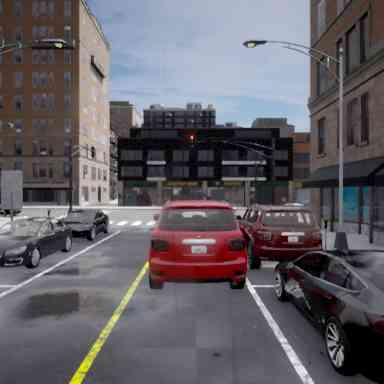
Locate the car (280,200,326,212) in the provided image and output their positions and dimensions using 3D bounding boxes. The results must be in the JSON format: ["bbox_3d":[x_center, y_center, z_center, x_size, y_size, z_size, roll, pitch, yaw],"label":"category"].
[{"bbox_3d":[13.005,1.668,39.048,4.718,1.301,1.895,0,0,0],"label":"car"}]

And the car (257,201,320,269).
[{"bbox_3d":[2.637,1.313,11.054,2.192,1.841,5.009,0,0,0],"label":"car"}]

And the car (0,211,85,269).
[{"bbox_3d":[-5.388,1.549,11.055,2.008,1.369,4.403,0,0,0],"label":"car"}]

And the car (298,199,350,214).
[{"bbox_3d":[14.151,1.579,35.798,4.892,1.490,1.837,1,0,0],"label":"car"}]

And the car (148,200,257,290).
[{"bbox_3d":[0.080,1.220,9.213,2.150,2.045,5.566,0,0,-1],"label":"car"}]

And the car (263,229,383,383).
[{"bbox_3d":[2.636,1.565,5.392,1.947,1.339,4.313,0,0,0],"label":"car"}]

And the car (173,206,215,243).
[{"bbox_3d":[0.092,1.523,16.972,1.812,1.442,4.674,0,0,0],"label":"car"}]

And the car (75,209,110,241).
[{"bbox_3d":[-5.387,1.563,16.717,1.947,1.339,4.313,0,0,0],"label":"car"}]

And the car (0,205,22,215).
[{"bbox_3d":[-17.512,1.519,28.959,4.718,1.301,1.895,0,0,0],"label":"car"}]
